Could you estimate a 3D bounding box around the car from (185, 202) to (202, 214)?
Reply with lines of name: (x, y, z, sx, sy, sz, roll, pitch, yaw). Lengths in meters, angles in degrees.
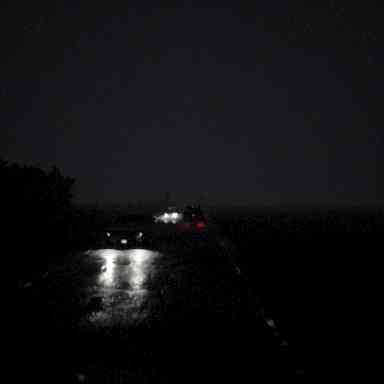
car: (0.152, 1.953, 41.950, 2.033, 1.411, 5.357, 0, -1, 0)

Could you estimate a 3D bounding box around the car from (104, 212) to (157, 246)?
car: (-2.824, 1.701, 16.485, 2.033, 1.411, 5.357, 0, -1, 0)

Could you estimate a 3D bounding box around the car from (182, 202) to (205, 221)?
car: (0.142, 1.781, 30.542, 2.128, 1.511, 4.902, 0, -1, 0)

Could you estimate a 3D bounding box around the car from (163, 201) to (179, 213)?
car: (-2.774, 1.921, 44.183, 2.128, 1.511, 4.902, 0, -1, 0)
